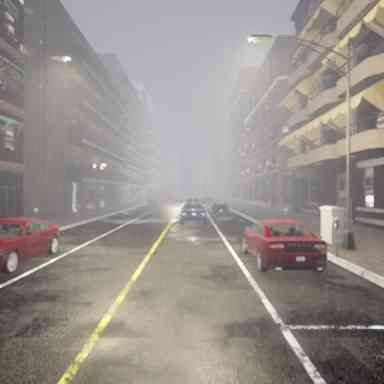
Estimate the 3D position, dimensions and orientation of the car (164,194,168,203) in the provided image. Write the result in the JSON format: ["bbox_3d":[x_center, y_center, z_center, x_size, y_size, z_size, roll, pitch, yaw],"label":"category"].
[{"bbox_3d":[-5.680,1.407,55.569,2.008,1.369,4.403,0,0,0],"label":"car"}]

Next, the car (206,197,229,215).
[{"bbox_3d":[2.698,1.467,33.019,2.008,1.369,4.403,0,0,0],"label":"car"}]

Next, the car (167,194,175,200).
[{"bbox_3d":[-5.673,1.292,89.216,1.752,1.417,4.829,0,0,0],"label":"car"}]

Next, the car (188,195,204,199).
[{"bbox_3d":[0.107,1.441,41.831,2.033,1.411,5.357,0,0,0],"label":"car"}]

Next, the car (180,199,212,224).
[{"bbox_3d":[0.104,1.487,24.069,2.033,1.411,5.357,0,0,0],"label":"car"}]

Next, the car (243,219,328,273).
[{"bbox_3d":[2.693,1.518,10.474,1.887,1.381,4.507,0,0,0],"label":"car"}]

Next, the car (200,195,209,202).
[{"bbox_3d":[2.704,1.394,72.472,1.802,1.307,4.206,0,0,0],"label":"car"}]

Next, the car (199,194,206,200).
[{"bbox_3d":[2.707,1.349,89.381,1.802,1.307,4.206,0,0,0],"label":"car"}]

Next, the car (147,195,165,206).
[{"bbox_3d":[-5.680,1.422,49.932,2.008,1.369,4.403,0,0,0],"label":"car"}]

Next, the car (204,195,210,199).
[{"bbox_3d":[2.702,1.382,55.733,1.752,1.417,4.829,0,0,0],"label":"car"}]

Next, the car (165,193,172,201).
[{"bbox_3d":[-5.677,1.371,66.842,1.887,1.381,4.507,0,0,0],"label":"car"}]

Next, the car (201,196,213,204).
[{"bbox_3d":[2.702,1.408,61.200,1.947,1.339,4.313,0,0,0],"label":"car"}]

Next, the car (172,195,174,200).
[{"bbox_3d":[-5.674,1.112,78.114,2.192,1.841,5.009,0,0,0],"label":"car"}]

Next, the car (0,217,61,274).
[{"bbox_3d":[-5.687,1.518,10.480,1.887,1.381,4.507,0,0,0],"label":"car"}]
